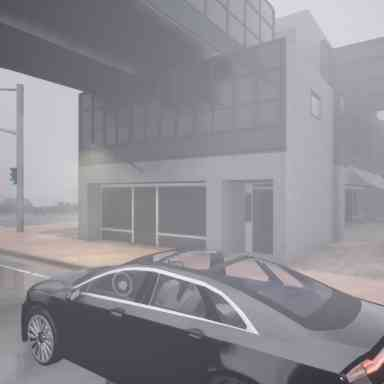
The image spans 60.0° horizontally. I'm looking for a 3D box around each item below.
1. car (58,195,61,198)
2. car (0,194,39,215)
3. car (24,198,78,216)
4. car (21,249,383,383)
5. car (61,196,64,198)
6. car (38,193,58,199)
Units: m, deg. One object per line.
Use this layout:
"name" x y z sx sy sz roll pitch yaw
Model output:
"car" -28.886 1.364 71.739 3.905 1.438 1.784 0 0 35
"car" -17.924 1.352 32.439 2.097 1.767 4.553 0 0 36
"car" -13.426 1.601 32.665 1.895 1.301 4.718 0 0 36
"car" -0.235 1.492 4.160 4.902 1.511 2.128 0 0 35
"car" -12.587 1.478 39.671 1.882 1.535 5.008 0 0 37
"car" -30.613 1.153 69.413 4.605 1.855 1.932 0 0 35
